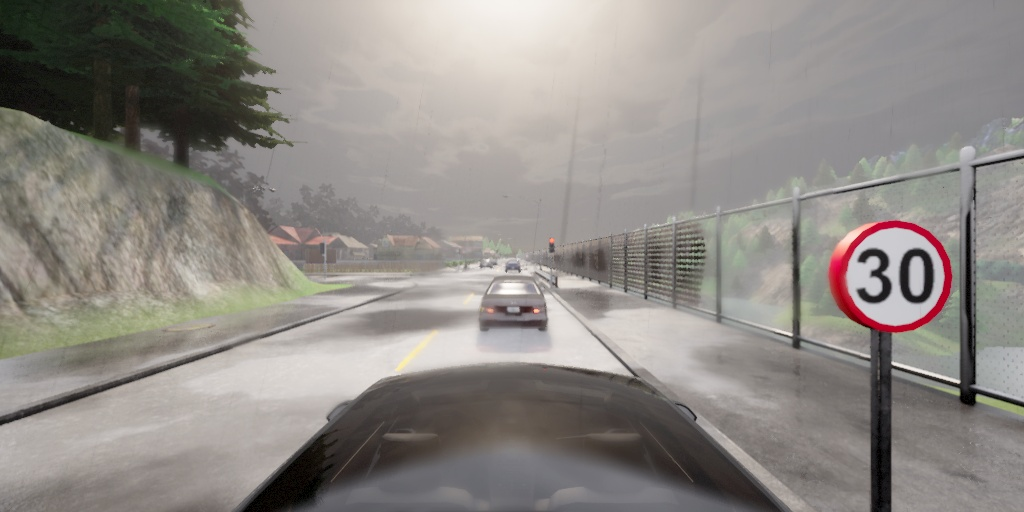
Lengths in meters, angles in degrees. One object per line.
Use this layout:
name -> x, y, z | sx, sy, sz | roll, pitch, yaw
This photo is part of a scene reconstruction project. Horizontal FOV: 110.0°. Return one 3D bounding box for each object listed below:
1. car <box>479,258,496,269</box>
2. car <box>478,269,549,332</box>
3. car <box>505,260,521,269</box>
car -> -4.046, 1.240, 56.494 | 2.128, 1.511, 4.902 | 0, 0, 0
car -> 0.054, 1.297, 10.862 | 2.033, 1.411, 5.357 | 0, 0, 0
car -> 0.115, 1.276, 46.204 | 1.812, 1.442, 4.674 | 0, 0, 0
